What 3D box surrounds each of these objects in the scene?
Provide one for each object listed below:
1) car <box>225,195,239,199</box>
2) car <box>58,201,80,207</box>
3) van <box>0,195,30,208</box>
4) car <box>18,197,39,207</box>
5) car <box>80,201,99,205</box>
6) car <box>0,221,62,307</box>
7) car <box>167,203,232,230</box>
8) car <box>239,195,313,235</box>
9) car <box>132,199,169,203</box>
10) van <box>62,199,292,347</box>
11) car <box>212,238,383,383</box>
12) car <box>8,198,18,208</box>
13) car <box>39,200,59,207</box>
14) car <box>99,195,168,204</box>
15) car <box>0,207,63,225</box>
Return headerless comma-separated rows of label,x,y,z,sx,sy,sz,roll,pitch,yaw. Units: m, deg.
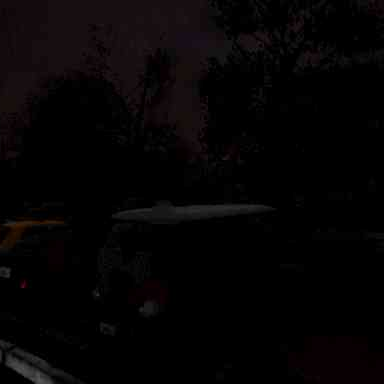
car,2.978,1.229,20.351,2.435,2.045,5.566,0,0,35
car,-8.400,1.546,28.376,2.163,1.488,4.792,0,0,35
van,-19.696,1.345,36.527,1.878,1.987,4.442,0,0,35
car,-13.043,1.536,31.460,1.946,1.575,5.366,0,0,35
car,-6.091,1.535,26.818,2.163,1.488,4.792,0,0,35
car,-2.054,1.507,7.966,2.163,1.488,4.792,0,0,35
car,0.617,1.524,22.049,2.002,1.452,4.674,0,0,35
car,5.153,1.227,18.818,2.435,2.045,5.566,0,0,35
car,-1.559,1.490,23.580,2.097,1.535,5.008,0,0,35
van,0.153,1.249,6.231,1.878,1.987,4.442,0,0,35
car,2.494,1.502,4.686,2.163,1.488,4.792,0,0,35
car,-15.212,1.590,33.215,2.002,1.452,4.674,0,0,35
car,-10.662,1.528,30.001,2.097,1.535,5.008,0,0,35
car,-3.850,1.245,25.168,2.435,2.045,5.566,0,0,35
car,-6.652,1.482,11.167,2.097,1.535,5.008,0,0,35
